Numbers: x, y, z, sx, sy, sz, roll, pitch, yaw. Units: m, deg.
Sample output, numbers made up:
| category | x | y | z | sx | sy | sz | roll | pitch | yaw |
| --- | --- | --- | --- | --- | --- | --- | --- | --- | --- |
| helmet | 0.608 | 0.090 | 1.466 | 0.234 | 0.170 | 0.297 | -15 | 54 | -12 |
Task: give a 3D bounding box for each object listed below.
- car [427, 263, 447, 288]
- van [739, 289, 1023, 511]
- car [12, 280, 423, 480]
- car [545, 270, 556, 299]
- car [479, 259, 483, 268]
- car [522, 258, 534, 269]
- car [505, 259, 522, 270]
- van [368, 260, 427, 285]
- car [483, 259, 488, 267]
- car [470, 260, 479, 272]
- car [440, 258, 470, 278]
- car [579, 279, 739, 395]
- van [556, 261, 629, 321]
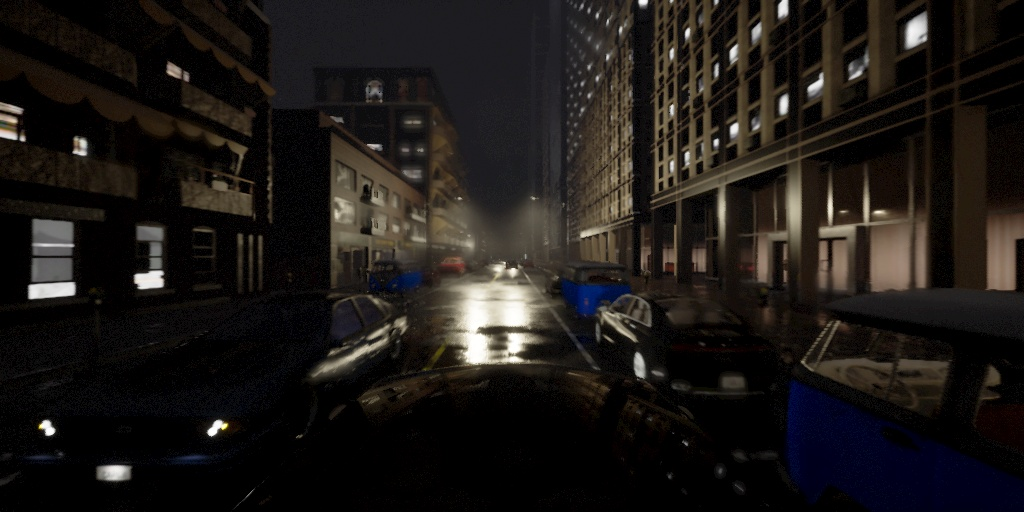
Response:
| category | x | y | z | sx | sy | sz | roll | pitch | yaw |
| --- | --- | --- | --- | --- | --- | --- | --- | --- | --- |
| car | -5.700 | 1.336 | 23.476 | 1.802 | 1.307 | 4.207 | 0 | 0 | 0 |
| van | 2.690 | 1.091 | 0.886 | 1.690 | 1.789 | 3.998 | 0 | 0 | 0 |
| car | -3.091 | 1.298 | 5.447 | 2.033 | 1.411 | 5.357 | 0 | 0 | 0 |
| car | 2.682 | 1.318 | 17.831 | 1.948 | 1.339 | 4.313 | 0 | 0 | 0 |
| car | -5.713 | 1.319 | 51.718 | 2.007 | 1.370 | 4.403 | 0 | 0 | 0 |
| car | 2.664 | 1.355 | 57.371 | 1.802 | 1.307 | 4.207 | 0 | 0 | 0 |
| car | -0.024 | 1.263 | 54.659 | 2.128 | 1.511 | 4.902 | 0 | 0 | 0 |
| van | -5.698 | 1.093 | 17.827 | 1.690 | 1.789 | 3.998 | 0 | 0 | 0 |
| car | -5.718 | 1.304 | 62.846 | 1.751 | 1.417 | 4.829 | 0 | 0 | 0 |
| car | -5.710 | 1.331 | 46.070 | 1.948 | 1.339 | 4.313 | 0 | 0 | 0 |
| car | -5.706 | 1.074 | 34.773 | 2.192 | 1.841 | 5.009 | 0 | 0 | 0 |
| car | 2.688 | 1.301 | 6.534 | 2.007 | 1.370 | 4.403 | 0 | 0 | 0 |
| van | 2.686 | 1.092 | 12.183 | 1.690 | 1.789 | 3.998 | 0 | 0 | 0 |
